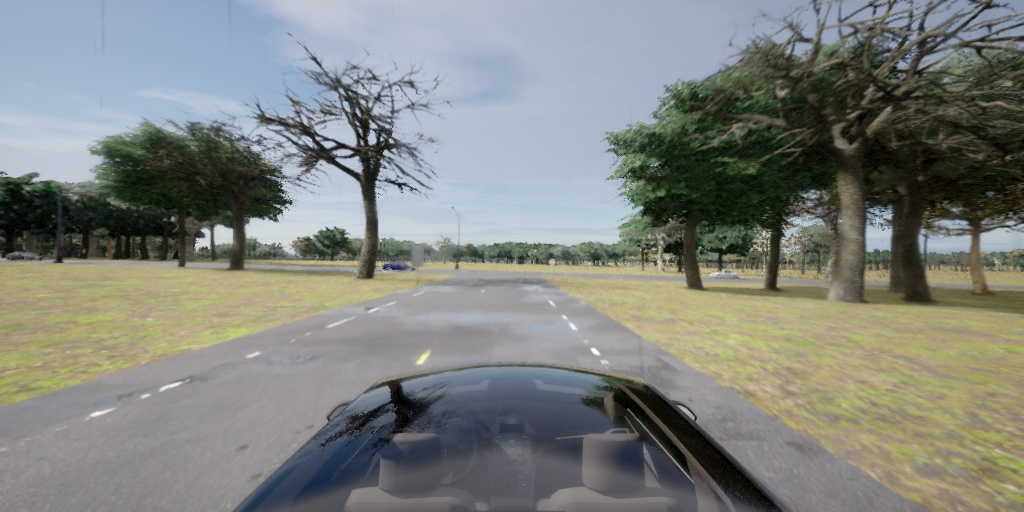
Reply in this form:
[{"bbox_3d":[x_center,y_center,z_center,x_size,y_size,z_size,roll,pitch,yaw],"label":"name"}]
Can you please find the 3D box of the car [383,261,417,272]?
[{"bbox_3d":[-17.271,1.607,55.301,5.008,1.535,1.882,2,0,0],"label":"car"}]
